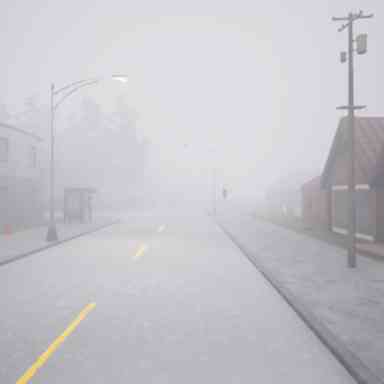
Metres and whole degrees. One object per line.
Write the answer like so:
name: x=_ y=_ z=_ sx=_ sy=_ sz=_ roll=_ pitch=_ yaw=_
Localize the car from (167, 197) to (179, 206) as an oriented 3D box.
car: x=-3.970 y=2.104 z=70.574 sx=2.150 sy=2.045 sz=5.566 roll=0 pitch=-1 yaw=0
